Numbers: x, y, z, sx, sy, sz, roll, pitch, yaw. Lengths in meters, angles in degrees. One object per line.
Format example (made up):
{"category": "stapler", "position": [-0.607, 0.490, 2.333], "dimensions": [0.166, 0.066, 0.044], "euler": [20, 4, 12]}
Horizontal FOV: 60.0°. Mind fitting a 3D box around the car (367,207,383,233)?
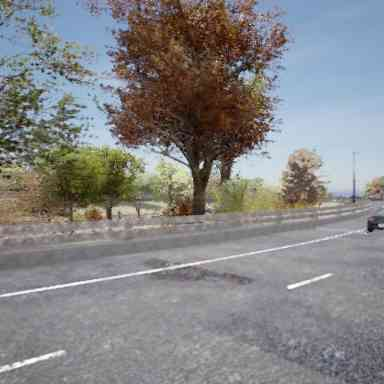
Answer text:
{"category": "car", "position": [11.480, 1.592, 19.016], "dimensions": [1.812, 1.442, 4.674], "euler": [0, 0, 44]}
